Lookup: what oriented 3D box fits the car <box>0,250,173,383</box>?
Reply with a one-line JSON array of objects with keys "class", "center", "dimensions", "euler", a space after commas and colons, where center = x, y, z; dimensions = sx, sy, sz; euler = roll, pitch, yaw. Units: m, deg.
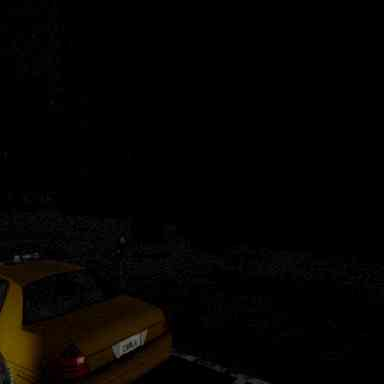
[{"class": "car", "center": [-2.511, 1.525, 4.751], "dimensions": [4.829, 1.417, 1.752], "euler": [0, 0, 36]}]
